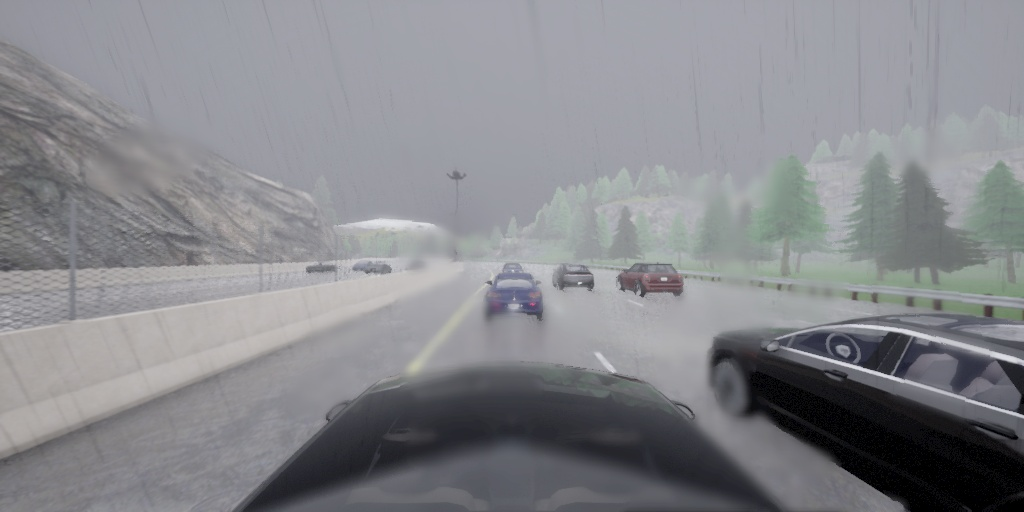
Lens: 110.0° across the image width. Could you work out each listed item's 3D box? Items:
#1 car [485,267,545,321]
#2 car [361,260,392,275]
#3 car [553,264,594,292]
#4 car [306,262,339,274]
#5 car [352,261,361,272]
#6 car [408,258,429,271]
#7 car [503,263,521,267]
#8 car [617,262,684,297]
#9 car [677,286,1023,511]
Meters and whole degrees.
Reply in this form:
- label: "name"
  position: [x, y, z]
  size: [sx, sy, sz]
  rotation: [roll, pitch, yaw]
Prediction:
- label: "car"
  position: [0.085, 1.276, 12.348]
  size: [1.812, 1.442, 4.674]
  rotation: [0, 0, 0]
- label: "car"
  position: [-14.621, 1.314, 39.453]
  size: [1.994, 1.385, 4.181]
  rotation: [0, 0, -4]
- label: "car"
  position: [3.596, 1.242, 21.431]
  size: [2.128, 1.511, 4.902]
  rotation: [0, 0, 0]
- label: "car"
  position: [-21.756, 1.351, 41.293]
  size: [1.895, 1.301, 4.718]
  rotation: [0, 0, -5]
- label: "car"
  position: [-18.616, 1.276, 45.409]
  size: [1.812, 1.442, 4.674]
  rotation: [0, 0, -6]
- label: "car"
  position: [-11.457, 1.298, 44.264]
  size: [2.033, 1.411, 5.357]
  rotation: [0, 0, -5]
- label: "car"
  position: [0.011, 1.298, 30.468]
  size: [2.033, 1.411, 5.357]
  rotation: [0, 0, -1]
- label: "car"
  position: [7.096, 1.102, 18.852]
  size: [2.097, 1.767, 4.553]
  rotation: [0, 0, 0]
- label: "car"
  position: [3.599, 1.242, 2.983]
  size: [2.128, 1.511, 4.902]
  rotation: [0, 0, 0]
